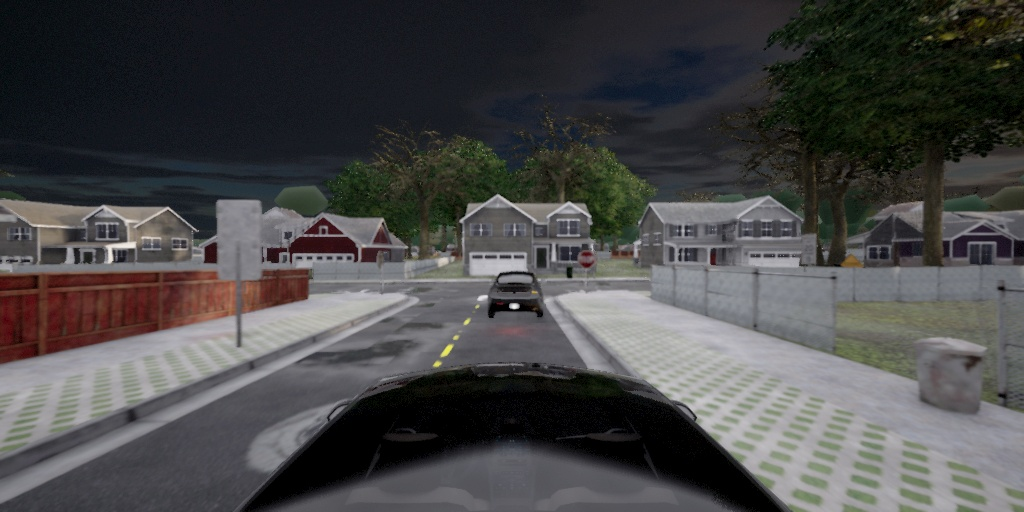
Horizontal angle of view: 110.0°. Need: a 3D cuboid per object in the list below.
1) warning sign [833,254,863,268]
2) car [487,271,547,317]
[{"bbox_3d":[18.433,0.807,19.439,1.060,1.860,1.300,0,0,0],"label":"warning sign"},{"bbox_3d":[0.211,1.290,13.309,1.837,1.490,4.892,0,0,3],"label":"car"}]
